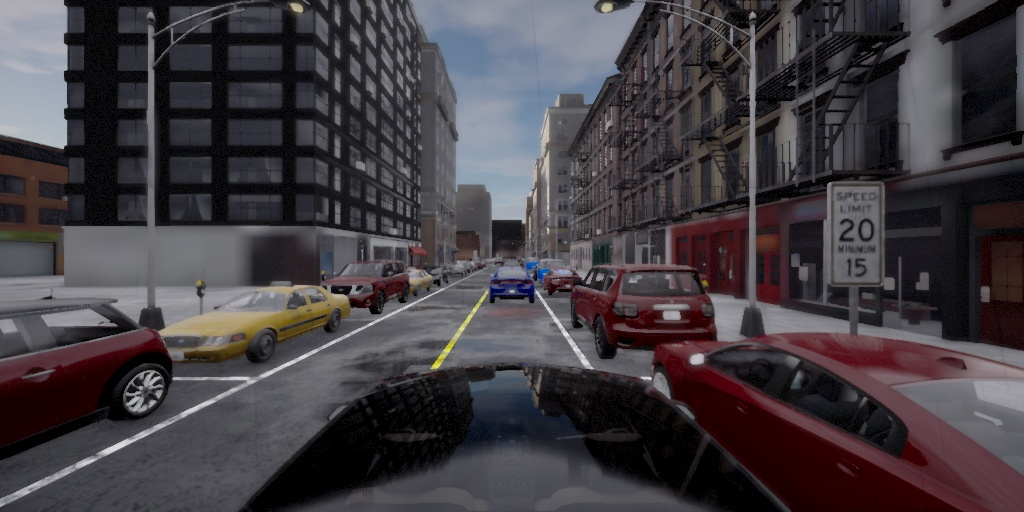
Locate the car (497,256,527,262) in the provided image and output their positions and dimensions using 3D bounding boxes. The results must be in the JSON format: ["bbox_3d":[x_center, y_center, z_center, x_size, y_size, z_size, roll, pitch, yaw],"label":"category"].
[{"bbox_3d":[0.000,1.111,31.469,2.097,1.767,4.553,0,0,0],"label":"car"}]

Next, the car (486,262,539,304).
[{"bbox_3d":[0.000,1.234,16.499,1.882,1.535,5.008,0,0,0],"label":"car"}]

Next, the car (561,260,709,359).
[{"bbox_3d":[2.638,1.063,8.298,2.192,1.841,5.009,0,0,0],"label":"car"}]

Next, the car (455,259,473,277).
[{"bbox_3d":[-5.387,1.293,35.346,2.007,1.370,4.403,0,0,0],"label":"car"}]

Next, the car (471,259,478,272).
[{"bbox_3d":[-5.387,1.307,40.756,1.948,1.339,4.313,0,0,0],"label":"car"}]

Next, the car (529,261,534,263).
[{"bbox_3d":[2.638,1.311,29.937,1.948,1.339,4.313,0,0,0],"label":"car"}]

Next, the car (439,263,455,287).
[{"bbox_3d":[-5.388,1.312,24.527,1.948,1.339,4.313,0,0,0],"label":"car"}]

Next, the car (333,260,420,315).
[{"bbox_3d":[-5.388,1.063,13.708,2.192,1.841,5.009,0,0,0],"label":"car"}]

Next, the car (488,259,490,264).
[{"bbox_3d":[-5.387,1.173,62.393,1.967,1.591,4.097,0,0,0],"label":"car"}]

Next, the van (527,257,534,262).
[{"bbox_3d":[2.638,1.080,46.165,1.690,1.789,3.998,0,0,0],"label":"van"}]

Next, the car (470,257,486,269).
[{"bbox_3d":[-5.387,1.052,51.574,2.192,1.841,5.009,0,0,0],"label":"car"}]

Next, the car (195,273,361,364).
[{"bbox_3d":[-5.388,1.274,8.128,1.751,1.417,4.829,0,0,0],"label":"car"}]

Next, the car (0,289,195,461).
[{"bbox_3d":[-5.388,1.188,2.889,1.967,1.591,4.097,0,0,0],"label":"car"}]

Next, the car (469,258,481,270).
[{"bbox_3d":[-5.387,1.321,46.165,1.802,1.307,4.207,0,0,0],"label":"car"}]

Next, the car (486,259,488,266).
[{"bbox_3d":[-5.387,1.175,56.984,1.967,1.591,4.097,0,0,0],"label":"car"}]

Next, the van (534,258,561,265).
[{"bbox_3d":[2.638,1.087,24.528,1.690,1.789,3.998,0,0,0],"label":"van"}]

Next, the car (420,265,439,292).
[{"bbox_3d":[-5.388,1.273,18.947,1.751,1.417,4.829,0,0,0],"label":"car"}]

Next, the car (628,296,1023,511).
[{"bbox_3d":[2.638,1.294,2.889,1.888,1.381,4.507,0,0,0],"label":"car"}]

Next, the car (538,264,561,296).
[{"bbox_3d":[2.638,1.293,19.117,1.888,1.381,4.507,0,0,0],"label":"car"}]
